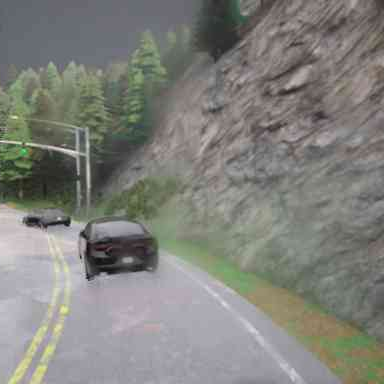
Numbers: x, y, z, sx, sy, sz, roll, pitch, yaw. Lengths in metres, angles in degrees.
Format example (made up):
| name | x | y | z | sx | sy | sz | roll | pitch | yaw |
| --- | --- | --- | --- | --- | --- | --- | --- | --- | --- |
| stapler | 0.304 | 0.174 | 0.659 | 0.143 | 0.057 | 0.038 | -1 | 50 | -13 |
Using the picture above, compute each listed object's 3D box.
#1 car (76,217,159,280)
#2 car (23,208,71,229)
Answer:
| name | x | y | z | sx | sy | sz | roll | pitch | yaw |
| --- | --- | --- | --- | --- | --- | --- | --- | --- | --- |
| car | -2.474 | 1.521 | 10.400 | 1.882 | 1.535 | 5.008 | -2 | 0 | -22 |
| car | -10.621 | 1.861 | 24.246 | 4.181 | 1.385 | 1.994 | -2 | 0 | 43 |
